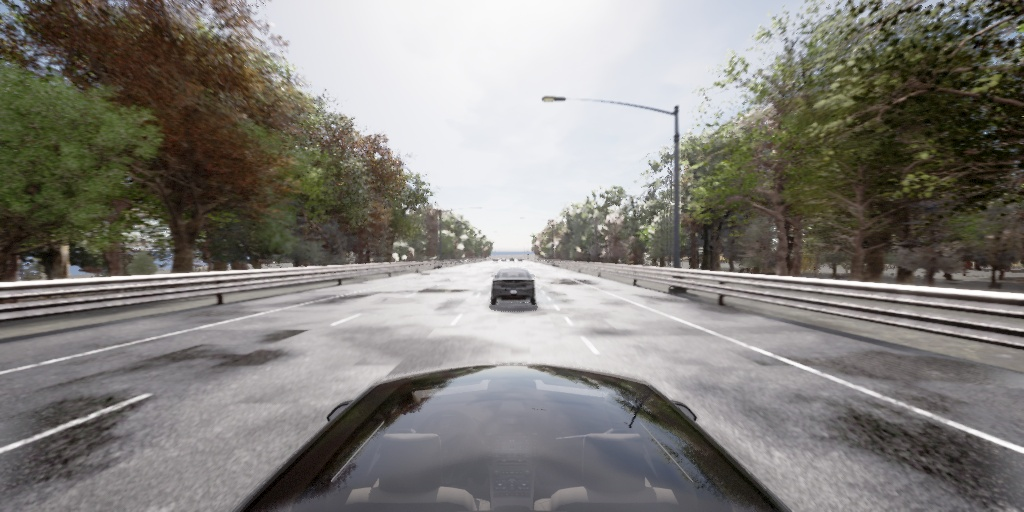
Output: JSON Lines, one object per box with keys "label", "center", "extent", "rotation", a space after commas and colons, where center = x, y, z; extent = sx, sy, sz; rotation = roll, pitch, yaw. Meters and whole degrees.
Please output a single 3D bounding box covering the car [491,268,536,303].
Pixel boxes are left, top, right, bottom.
{"label": "car", "center": [0.055, 1.285, 16.719], "extent": [1.882, 1.535, 5.008], "rotation": [0, 0, 0]}
